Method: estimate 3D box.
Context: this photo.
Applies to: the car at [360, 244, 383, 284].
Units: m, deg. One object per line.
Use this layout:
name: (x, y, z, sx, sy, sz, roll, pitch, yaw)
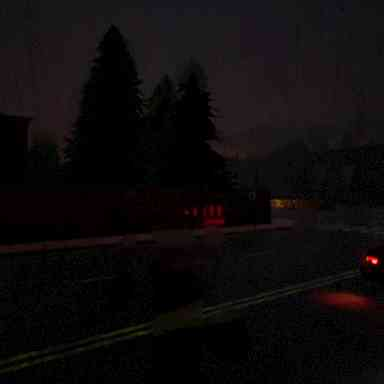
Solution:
car: (6.345, 1.554, 8.310, 5.357, 1.411, 2.033, 0, 0, -35)
